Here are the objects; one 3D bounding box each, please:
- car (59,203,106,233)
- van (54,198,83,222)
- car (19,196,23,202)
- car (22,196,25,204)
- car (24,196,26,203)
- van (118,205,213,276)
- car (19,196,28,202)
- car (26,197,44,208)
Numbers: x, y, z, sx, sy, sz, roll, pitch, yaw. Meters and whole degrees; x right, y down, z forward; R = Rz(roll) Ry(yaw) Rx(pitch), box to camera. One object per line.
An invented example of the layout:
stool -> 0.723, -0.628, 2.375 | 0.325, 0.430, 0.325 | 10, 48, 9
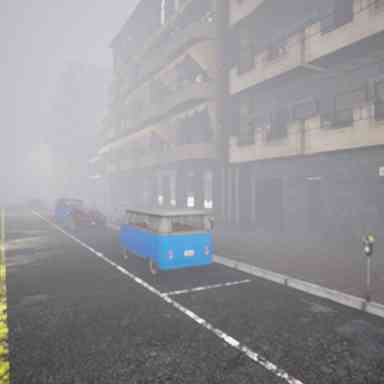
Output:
car -> -6.419, 1.562, 19.849 | 1.887, 1.381, 4.507 | 0, 0, -29
van -> -9.137, 1.364, 24.657 | 1.690, 1.788, 3.998 | 0, 0, -29
car -> -33.595, 1.646, 67.930 | 1.887, 1.381, 4.507 | 0, 0, -29
car -> -28.244, 1.604, 58.462 | 1.752, 1.417, 4.829 | 0, 0, -29
car -> -25.525, 1.594, 53.654 | 1.752, 1.417, 4.829 | 0, 0, -29
van -> -0.985, 1.348, 10.234 | 1.690, 1.788, 3.998 | 0, 0, -29
car -> -41.748, 1.683, 82.353 | 1.887, 1.381, 4.507 | 0, 0, -29
car -> -22.724, 1.624, 48.698 | 1.947, 1.339, 4.313 | 0, 0, -29
